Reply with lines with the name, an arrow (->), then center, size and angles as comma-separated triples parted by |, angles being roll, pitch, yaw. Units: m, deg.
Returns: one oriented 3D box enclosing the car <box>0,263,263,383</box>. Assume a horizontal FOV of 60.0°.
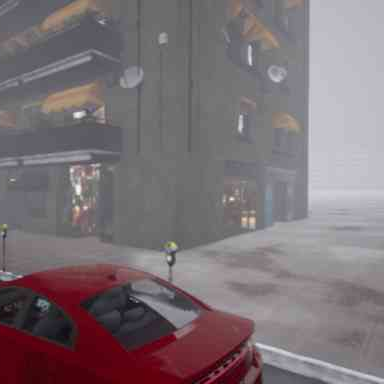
car -> -1.442, 1.542, 3.895 | 4.507, 1.381, 1.887 | 0, 1, 35
